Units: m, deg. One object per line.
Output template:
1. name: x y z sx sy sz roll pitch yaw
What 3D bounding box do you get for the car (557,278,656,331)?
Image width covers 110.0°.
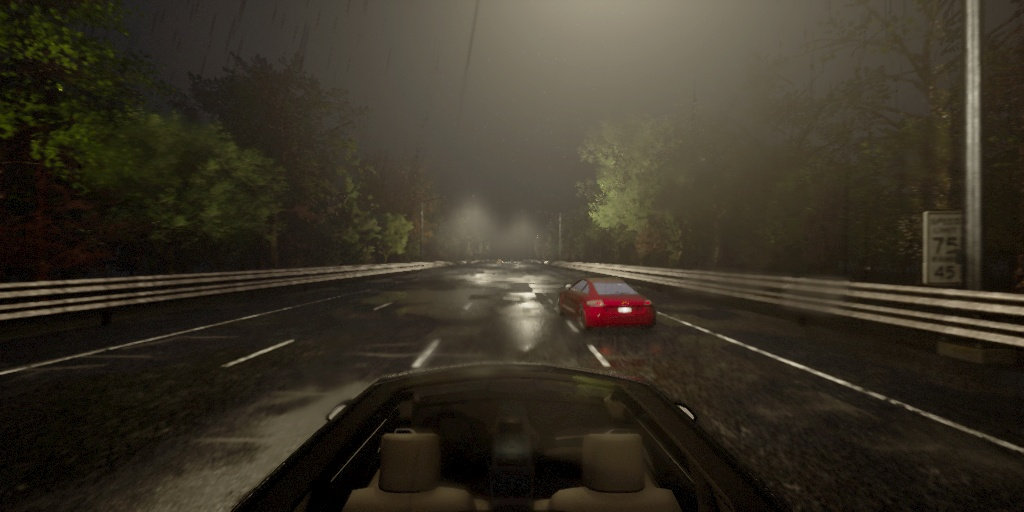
1. car: 2.699 1.351 11.124 1.994 1.385 4.181 0 0 -5
